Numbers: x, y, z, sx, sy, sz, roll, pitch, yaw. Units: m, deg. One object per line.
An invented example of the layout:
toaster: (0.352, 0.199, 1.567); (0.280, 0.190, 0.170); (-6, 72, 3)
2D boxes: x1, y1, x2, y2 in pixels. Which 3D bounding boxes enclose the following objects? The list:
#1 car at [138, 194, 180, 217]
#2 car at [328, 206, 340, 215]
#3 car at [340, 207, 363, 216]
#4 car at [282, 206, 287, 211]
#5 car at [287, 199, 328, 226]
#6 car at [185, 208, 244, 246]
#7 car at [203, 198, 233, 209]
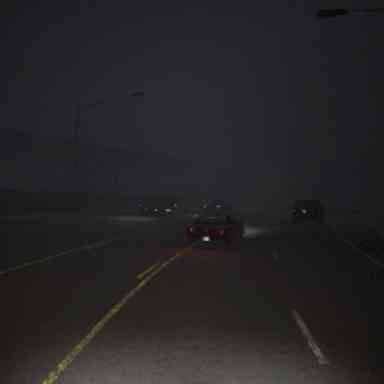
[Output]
car: (-3.082, 1.256, 32.720); (2.150, 2.045, 5.566); (1, 0, 23)
car: (25.030, 3.219, 57.877); (1.882, 1.535, 5.008); (-1, -5, 45)
car: (26.030, 3.137, 53.597); (1.812, 1.442, 4.674); (0, -4, 43)
car: (20.007, 3.281, 67.481); (1.994, 1.385, 4.181); (1, -3, 43)
car: (9.770, 1.618, 27.847); (2.150, 2.045, 5.566); (1, 0, 26)
car: (1.296, 1.685, 15.949); (1.895, 1.301, 4.718); (2, 0, 18)
car: (3.002, 1.608, 37.530); (2.097, 1.767, 4.553); (2, -1, 27)
